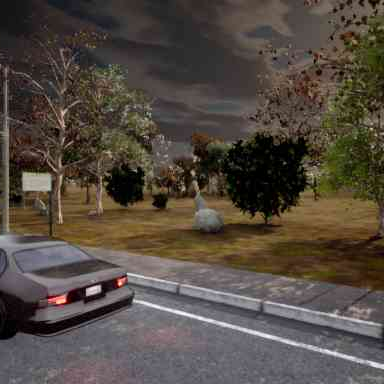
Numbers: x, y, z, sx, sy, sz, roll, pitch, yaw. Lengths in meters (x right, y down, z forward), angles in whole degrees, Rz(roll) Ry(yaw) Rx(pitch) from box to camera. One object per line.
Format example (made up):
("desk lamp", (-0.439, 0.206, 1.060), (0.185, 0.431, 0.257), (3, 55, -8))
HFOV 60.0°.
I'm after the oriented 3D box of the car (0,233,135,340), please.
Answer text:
("car", (-3.542, 1.547, 6.530), (5.357, 1.411, 2.033), (0, 0, 36))
